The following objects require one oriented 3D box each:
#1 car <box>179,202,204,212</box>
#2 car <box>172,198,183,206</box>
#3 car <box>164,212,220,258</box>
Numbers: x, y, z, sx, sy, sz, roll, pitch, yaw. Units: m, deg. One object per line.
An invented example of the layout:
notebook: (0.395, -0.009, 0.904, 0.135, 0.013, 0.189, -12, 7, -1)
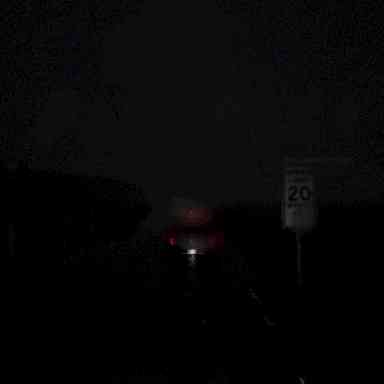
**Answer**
car: (0.039, 1.754, 28.255, 1.895, 1.301, 4.718, 0, 0, 0)
car: (-2.723, 1.863, 64.615, 1.812, 1.442, 4.674, 0, 0, 1)
car: (0.027, 1.694, 13.251, 1.895, 1.301, 4.718, 0, 0, 0)
